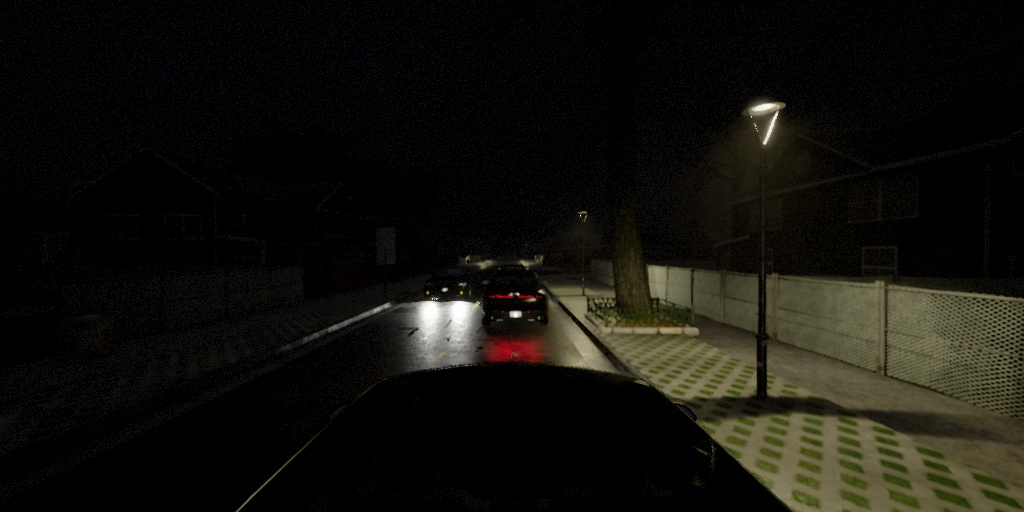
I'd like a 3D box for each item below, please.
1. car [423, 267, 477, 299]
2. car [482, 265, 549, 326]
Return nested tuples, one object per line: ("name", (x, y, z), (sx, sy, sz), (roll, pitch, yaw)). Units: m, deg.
("car", (-2.814, 1.217, 17.030), (1.994, 1.385, 4.181), (0, 0, 0))
("car", (0.093, 1.194, 11.434), (1.837, 1.490, 4.892), (0, 0, 0))
